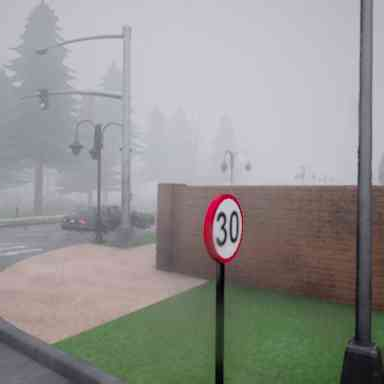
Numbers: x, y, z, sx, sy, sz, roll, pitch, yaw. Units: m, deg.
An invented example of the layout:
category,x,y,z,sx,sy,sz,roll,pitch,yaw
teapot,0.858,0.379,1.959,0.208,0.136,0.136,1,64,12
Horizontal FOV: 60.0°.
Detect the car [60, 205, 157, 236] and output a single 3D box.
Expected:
category,x,y,z,sx,sy,sz,roll,pitch,yaw
car,-4.195,1.408,17.593,2.033,1.411,5.357,1,0,33
